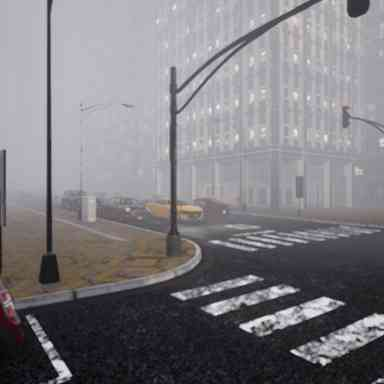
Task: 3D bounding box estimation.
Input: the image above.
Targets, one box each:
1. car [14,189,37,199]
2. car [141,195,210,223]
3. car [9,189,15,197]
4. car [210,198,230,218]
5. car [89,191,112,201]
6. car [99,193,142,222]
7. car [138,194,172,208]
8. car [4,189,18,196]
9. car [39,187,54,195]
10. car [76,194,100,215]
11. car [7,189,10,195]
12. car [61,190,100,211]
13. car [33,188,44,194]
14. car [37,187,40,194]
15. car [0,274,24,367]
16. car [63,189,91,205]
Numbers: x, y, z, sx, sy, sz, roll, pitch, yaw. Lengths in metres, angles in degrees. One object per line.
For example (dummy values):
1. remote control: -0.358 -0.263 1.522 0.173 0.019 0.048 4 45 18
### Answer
1. car: -27.129 0.420 54.108 1.887 1.381 4.507 1 0 -36
2. car: -1.227 1.135 22.416 1.882 1.535 5.008 0 1 -36
3. car: -30.377 0.319 58.638 2.008 1.369 4.403 1 0 -36
4. car: 0.905 1.162 24.919 1.812 1.442 4.674 0 1 -35
5. car: -13.862 0.640 49.990 1.947 1.339 4.313 1 0 -36
6. car: -4.384 1.067 22.401 1.967 1.590 4.097 1 0 -36
7. car: -4.112 0.978 36.395 1.802 1.307 4.206 1 0 -36
8. car: -36.875 0.105 67.697 2.008 1.369 4.403 1 0 -36
9. car: -33.361 -0.023 77.177 1.887 1.381 4.507 1 0 -36
10. car: -7.637 1.101 26.932 1.802 1.307 4.206 1 0 -36
11. car: -33.626 0.206 63.167 1.887 1.381 4.507 1 0 -36
12. car: -10.879 0.727 31.460 2.192 1.841 5.009 1 0 -36
13. car: -39.862 -0.216 86.239 1.947 1.339 4.313 1 0 -36
14. car: -36.606 -0.360 81.707 2.192 1.841 5.009 1 0 -36
15. car: -4.190 1.440 3.570 4.097 1.590 1.967 0 0 -36
16. car: -13.960 0.588 40.201 2.097 1.767 4.553 0 1 -35
